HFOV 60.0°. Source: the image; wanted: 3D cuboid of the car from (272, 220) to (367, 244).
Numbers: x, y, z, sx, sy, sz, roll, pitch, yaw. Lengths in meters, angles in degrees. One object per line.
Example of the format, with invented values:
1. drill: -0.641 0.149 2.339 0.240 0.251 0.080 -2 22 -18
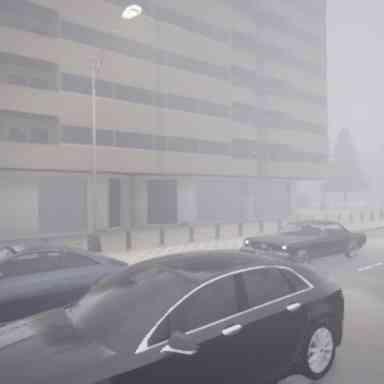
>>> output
1. car: 3.897 1.656 11.284 4.718 1.301 1.895 0 -1 -37

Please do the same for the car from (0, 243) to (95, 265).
1. car: -3.150 1.671 6.012 4.181 1.385 1.994 0 -1 -37

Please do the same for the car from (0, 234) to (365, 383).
1. car: -0.087 1.549 3.932 4.892 1.490 1.837 0 -1 -37
